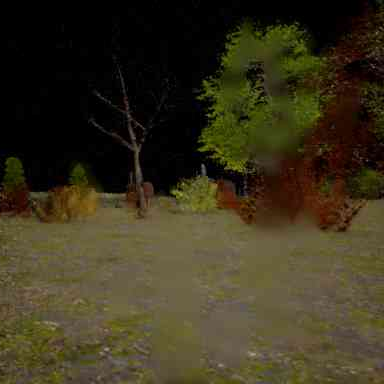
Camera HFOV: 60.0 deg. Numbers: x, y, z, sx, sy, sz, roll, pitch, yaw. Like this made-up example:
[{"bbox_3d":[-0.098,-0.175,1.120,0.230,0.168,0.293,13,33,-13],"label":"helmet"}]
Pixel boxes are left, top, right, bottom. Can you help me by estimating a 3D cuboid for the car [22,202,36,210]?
[{"bbox_3d":[-23.889,1.992,49.857,1.812,1.442,4.674,-2,-1,31],"label":"car"}]
